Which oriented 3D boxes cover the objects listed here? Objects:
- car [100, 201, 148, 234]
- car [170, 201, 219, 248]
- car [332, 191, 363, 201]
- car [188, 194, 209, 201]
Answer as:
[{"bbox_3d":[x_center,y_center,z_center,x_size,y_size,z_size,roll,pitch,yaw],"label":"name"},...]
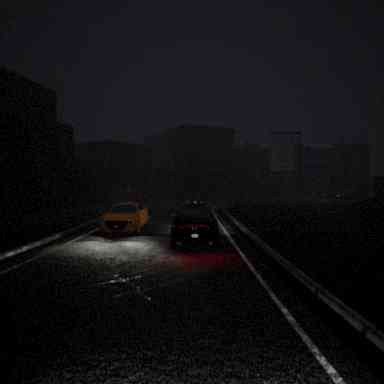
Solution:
[{"bbox_3d":[-3.571,1.294,18.201,1.882,1.535,5.008,0,2,0],"label":"car"},{"bbox_3d":[0.104,1.381,14.499,1.882,1.535,5.008,0,1,0],"label":"car"},{"bbox_3d":[25.917,0.533,55.525,4.553,1.767,2.097,1,2,0],"label":"car"},{"bbox_3d":[0.621,0.936,33.330,2.033,1.411,5.357,0,2,7],"label":"car"}]
